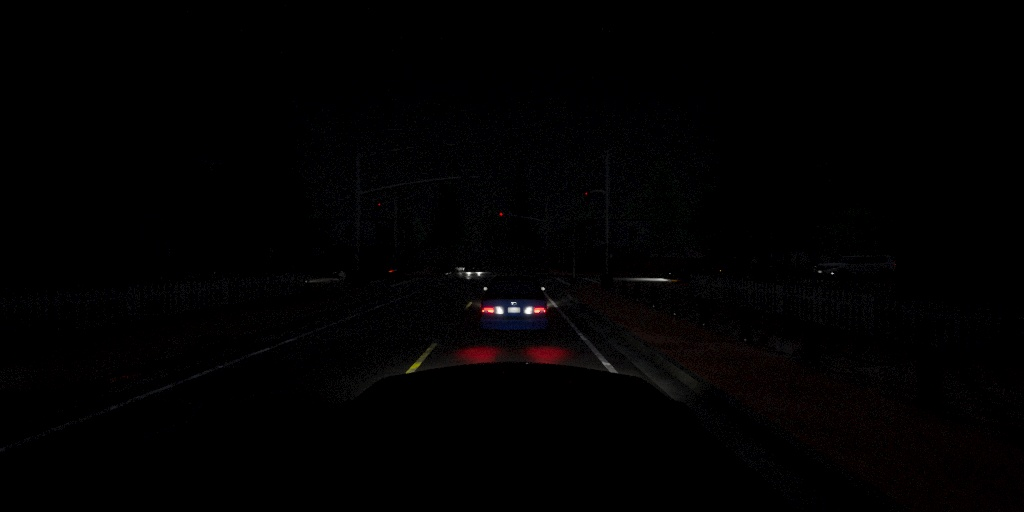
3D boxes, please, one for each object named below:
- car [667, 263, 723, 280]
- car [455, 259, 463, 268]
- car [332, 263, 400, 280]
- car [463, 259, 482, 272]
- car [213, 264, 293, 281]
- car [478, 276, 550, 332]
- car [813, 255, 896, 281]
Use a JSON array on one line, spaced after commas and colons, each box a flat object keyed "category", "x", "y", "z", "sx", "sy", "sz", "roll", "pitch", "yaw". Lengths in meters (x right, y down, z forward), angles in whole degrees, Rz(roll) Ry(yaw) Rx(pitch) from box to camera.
[{"category": "car", "x": 15.324, "y": 1.299, "z": 30.211, "sx": 4.181, "sy": 1.385, "sz": 1.994, "roll": 0, "pitch": 0, "yaw": 2}, {"category": "car", "x": -8.415, "y": 1.222, "z": 61.284, "sx": 1.837, "sy": 1.490, "sz": 4.892, "roll": 0, "pitch": 0, "yaw": -21}, {"category": "car", "x": -12.367, "y": 1.283, "z": 30.497, "sx": 5.357, "sy": 1.411, "sz": 2.033, "roll": 0, "pitch": 0, "yaw": 4}, {"category": "car", "x": -4.771, "y": 1.279, "z": 44.795, "sx": 1.994, "sy": 1.385, "sz": 4.181, "roll": 0, "pitch": 0, "yaw": -6}, {"category": "car", "x": -19.834, "y": 1.282, "z": 27.549, "sx": 5.357, "sy": 1.411, "sz": 2.033, "roll": 0, "pitch": 0, "yaw": 2}, {"category": "car", "x": 0.065, "y": 1.297, "z": 10.800, "sx": 2.033, "sy": 1.411, "sz": 5.357, "roll": 0, "pitch": 0, "yaw": 0}, {"category": "car", "x": 28.424, "y": 0.954, "z": 29.820, "sx": 5.566, "sy": 2.045, "sz": 2.150, "roll": 0, "pitch": 0, "yaw": 1}]
